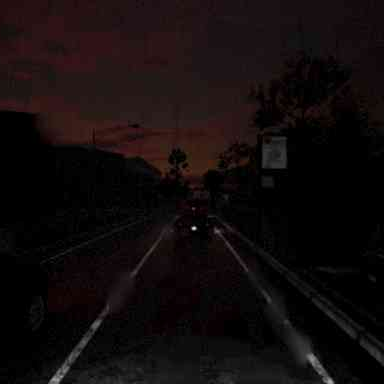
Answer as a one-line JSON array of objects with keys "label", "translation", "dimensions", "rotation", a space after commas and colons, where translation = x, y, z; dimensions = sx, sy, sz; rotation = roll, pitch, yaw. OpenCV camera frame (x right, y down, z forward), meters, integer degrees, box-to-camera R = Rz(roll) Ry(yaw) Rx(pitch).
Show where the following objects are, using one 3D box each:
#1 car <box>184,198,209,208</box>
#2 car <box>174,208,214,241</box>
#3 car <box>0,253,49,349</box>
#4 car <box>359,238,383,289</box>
[{"label": "car", "translation": [0.384, 1.754, 35.276], "dimensions": [2.150, 2.045, 5.566], "rotation": [0, -1, 4]}, {"label": "car", "translation": [0.093, 1.715, 17.562], "dimensions": [1.994, 1.385, 4.181], "rotation": [0, -1, 0]}, {"label": "car", "translation": [-3.349, 1.529, 3.962], "dimensions": [1.812, 1.442, 4.674], "rotation": [0, 0, 0]}, {"label": "car", "translation": [6.215, 1.316, 7.337], "dimensions": [4.553, 1.767, 2.185], "rotation": [0, 0, -1]}]
